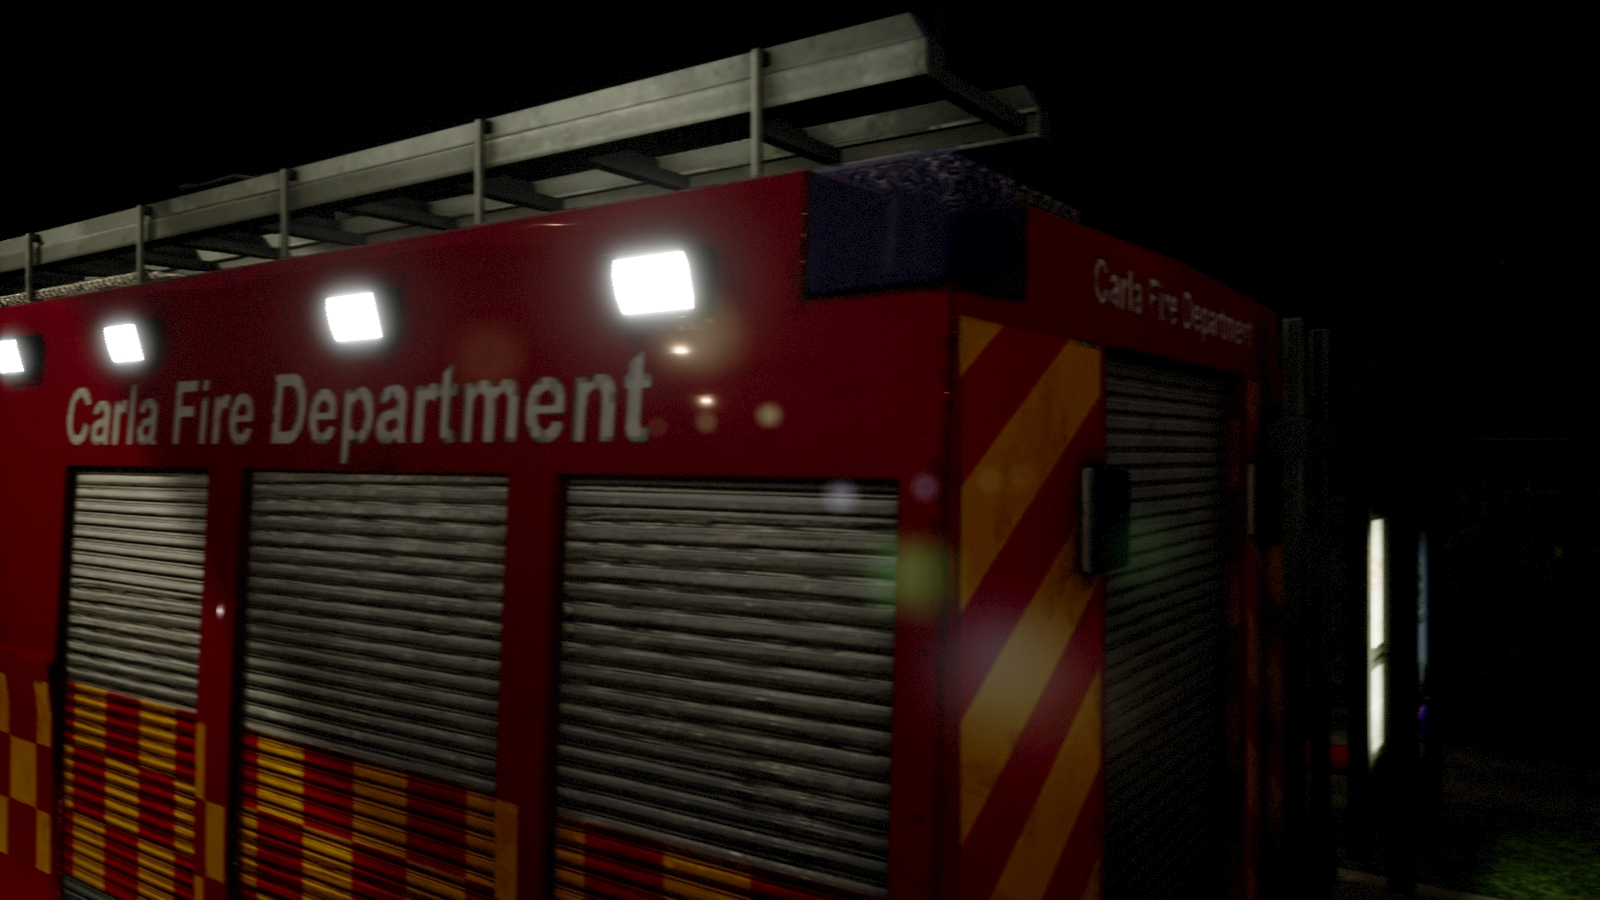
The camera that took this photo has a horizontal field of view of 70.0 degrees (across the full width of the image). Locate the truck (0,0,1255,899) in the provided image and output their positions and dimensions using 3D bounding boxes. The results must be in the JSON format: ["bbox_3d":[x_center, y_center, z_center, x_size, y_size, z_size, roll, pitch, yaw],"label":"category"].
[{"bbox_3d":[-2.668,0.904,5.339,8.468,3.827,2.891,0,0,35],"label":"truck"}]
